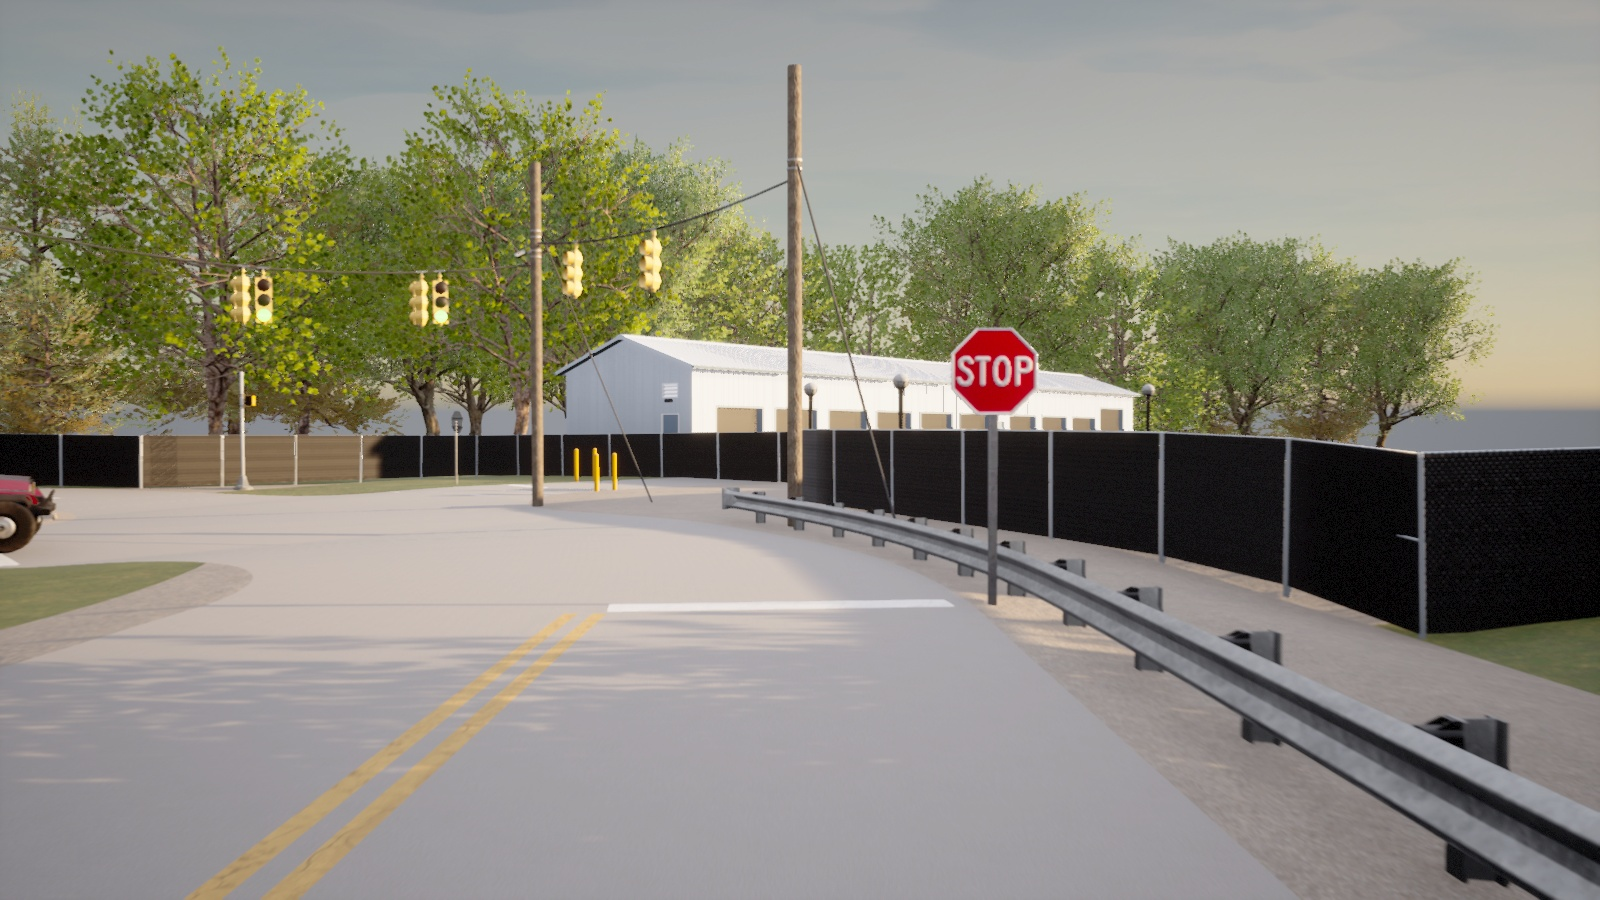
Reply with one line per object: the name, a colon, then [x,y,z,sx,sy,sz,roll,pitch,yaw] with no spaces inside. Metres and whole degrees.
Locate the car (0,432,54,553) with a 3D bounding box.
car: [-14.245,0.647,20.088,3.866,1.878,1.905,1,1,-28]
